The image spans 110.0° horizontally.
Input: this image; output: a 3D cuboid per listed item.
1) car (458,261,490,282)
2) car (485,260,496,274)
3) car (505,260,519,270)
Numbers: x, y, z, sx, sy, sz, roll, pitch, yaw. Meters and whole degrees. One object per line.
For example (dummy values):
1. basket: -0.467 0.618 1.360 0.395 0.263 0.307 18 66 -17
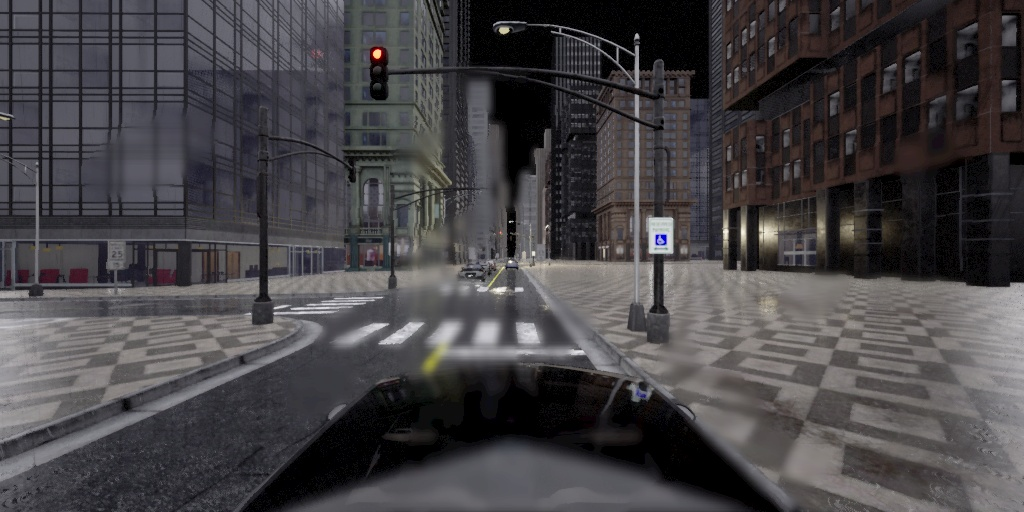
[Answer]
1. car: -3.111 1.314 28.981 1.994 1.385 4.181 0 0 0
2. car: -3.105 1.244 37.952 2.128 1.511 4.902 0 0 0
3. car: -0.015 1.325 53.394 1.994 1.385 4.181 0 0 0
